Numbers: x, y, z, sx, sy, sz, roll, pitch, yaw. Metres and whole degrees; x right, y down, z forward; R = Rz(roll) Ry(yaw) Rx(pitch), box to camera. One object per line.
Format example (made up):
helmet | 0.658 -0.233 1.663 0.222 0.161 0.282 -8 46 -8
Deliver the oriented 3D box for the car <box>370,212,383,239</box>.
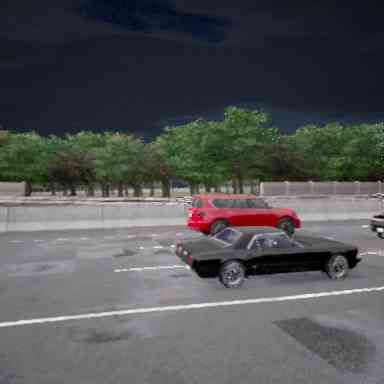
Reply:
car | 10.351 1.386 14.784 4.902 1.511 2.128 -1 1 -15

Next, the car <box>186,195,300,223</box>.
car | 2.499 1.149 16.310 5.566 2.045 2.150 -1 1 -15

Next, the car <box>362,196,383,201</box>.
car | 22.772 1.169 39.878 4.718 1.301 1.895 -1 1 -15

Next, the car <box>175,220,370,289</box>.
car | 2.039 1.598 8.948 4.718 1.301 1.895 0 0 -15
